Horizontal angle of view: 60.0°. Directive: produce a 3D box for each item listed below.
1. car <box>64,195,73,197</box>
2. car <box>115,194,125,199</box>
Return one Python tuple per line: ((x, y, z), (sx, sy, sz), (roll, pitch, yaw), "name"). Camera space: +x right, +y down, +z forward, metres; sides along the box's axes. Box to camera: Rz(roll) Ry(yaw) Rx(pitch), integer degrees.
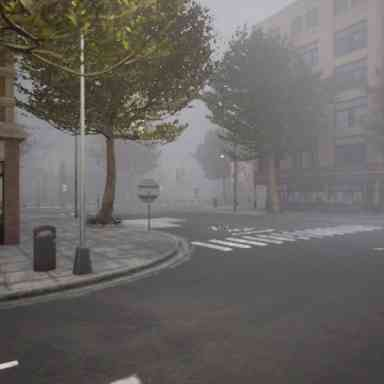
((-26.571, 1.397, 73.758), (4.786, 1.482, 2.161), (0, 0, -36), "car")
((-19.039, 1.295, 84.198), (4.674, 1.452, 2.002), (0, 0, -36), "car")
